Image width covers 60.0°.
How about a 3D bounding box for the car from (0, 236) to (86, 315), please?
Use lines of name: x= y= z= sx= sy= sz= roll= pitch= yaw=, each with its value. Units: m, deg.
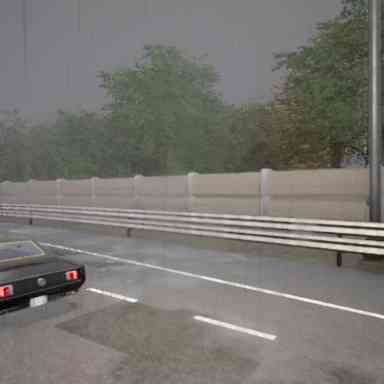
car: x=-4.451 y=1.603 z=7.050 sx=4.718 sy=1.301 sz=1.895 roll=0 pitch=0 yaw=36
